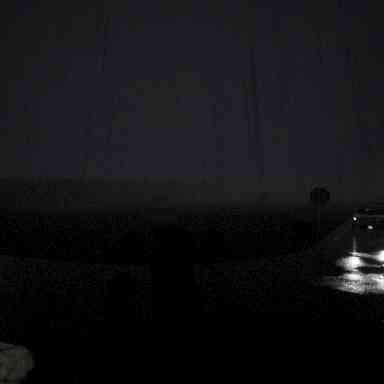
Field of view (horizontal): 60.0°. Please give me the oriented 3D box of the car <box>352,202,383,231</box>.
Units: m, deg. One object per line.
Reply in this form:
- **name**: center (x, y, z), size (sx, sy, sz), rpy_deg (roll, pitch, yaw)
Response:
- **car**: center (10.349, 1.507, 19.081), size (1.895, 1.301, 4.718), rpy_deg (1, 1, 31)

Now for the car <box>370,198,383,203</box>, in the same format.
- **car**: center (15.563, 1.395, 27.759), size (1.812, 1.442, 4.674), rpy_deg (1, 1, 32)
